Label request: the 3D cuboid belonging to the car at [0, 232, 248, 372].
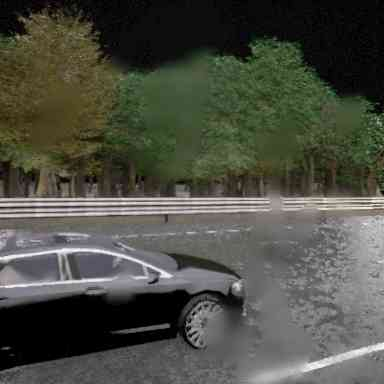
[{"bbox_3d":[-1.530,1.335,4.614,4.902,1.511,2.128,0,2,-25],"label":"car"}]
